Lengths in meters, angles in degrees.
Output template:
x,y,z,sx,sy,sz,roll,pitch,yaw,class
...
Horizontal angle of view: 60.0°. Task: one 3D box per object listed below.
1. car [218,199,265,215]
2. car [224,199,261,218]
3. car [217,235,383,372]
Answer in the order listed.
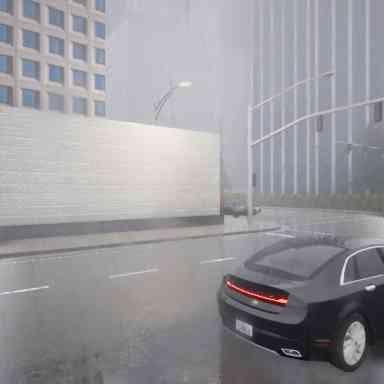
x,y,z,sx,sy,sz,roll,pitch,yaw,class
5.163,1.547,35.403,2.128,1.511,4.902,0,0,-36,car
3.600,1.603,31.571,2.033,1.411,5.357,0,0,-36,car
2.655,1.505,5.692,4.892,1.490,1.837,0,0,-35,car
